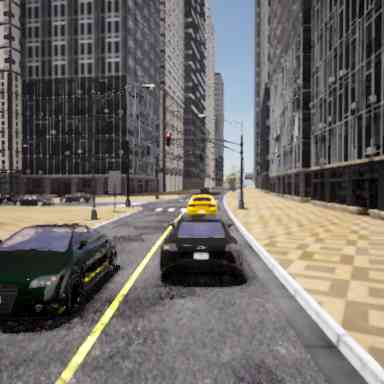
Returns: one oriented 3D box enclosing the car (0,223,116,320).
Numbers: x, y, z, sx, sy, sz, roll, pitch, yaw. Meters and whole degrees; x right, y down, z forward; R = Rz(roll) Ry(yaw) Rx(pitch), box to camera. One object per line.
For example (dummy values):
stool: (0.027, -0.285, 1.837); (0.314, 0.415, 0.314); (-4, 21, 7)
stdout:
car: (-2.984, 1.389, 7.002); (1.994, 1.385, 4.181); (0, 1, 1)

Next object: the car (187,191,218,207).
car: (0.705, 0.941, 21.872); (1.882, 1.535, 5.008); (0, 1, 3)

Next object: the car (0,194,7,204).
car: (-26.279, 0.915, 46.100); (4.313, 1.339, 1.947); (-1, 2, 12)

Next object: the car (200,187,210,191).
car: (2.892, -0.408, 74.119); (1.882, 1.535, 5.008); (0, 2, 9)

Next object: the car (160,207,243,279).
car: (0.253, 1.335, 9.361); (1.994, 1.385, 4.181); (0, 1, 1)

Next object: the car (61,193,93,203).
car: (-15.260, 0.765, 43.834); (4.403, 1.369, 2.008); (-1, 2, 12)

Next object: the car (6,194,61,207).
car: (-16.945, 0.926, 35.627); (4.403, 1.369, 2.008); (-1, 2, 12)
